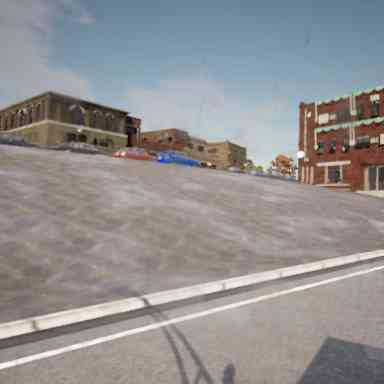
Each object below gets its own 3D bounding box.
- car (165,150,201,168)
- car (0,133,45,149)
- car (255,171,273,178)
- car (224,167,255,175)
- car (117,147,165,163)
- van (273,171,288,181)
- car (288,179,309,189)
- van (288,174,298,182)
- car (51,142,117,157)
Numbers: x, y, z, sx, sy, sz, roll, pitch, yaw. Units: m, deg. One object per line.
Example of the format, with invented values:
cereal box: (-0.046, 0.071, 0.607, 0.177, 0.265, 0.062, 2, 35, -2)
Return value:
car: (-1.428, -3.248, 36.015, 2.435, 2.045, 5.566, 1, -2, 44)
car: (-13.198, -3.457, 24.214, 4.674, 1.452, 2.002, 2, -1, -43)
car: (9.493, -2.269, 48.465, 2.002, 1.452, 4.674, 1, -2, 40)
car: (5.921, -2.520, 44.234, 2.002, 1.452, 4.674, 1, -2, 41)
car: (-5.313, -3.311, 31.966, 2.185, 1.767, 4.553, 0, -1, 45)
van: (13.092, -2.256, 52.856, 1.878, 1.987, 4.442, 1, -2, 39)
car: (19.745, -1.404, 61.577, 2.163, 1.488, 4.792, 1, -3, 37)
van: (16.487, -1.962, 57.223, 1.878, 1.987, 4.442, 1, -3, 38)
car: (-9.289, -3.352, 27.969, 4.892, 1.521, 2.231, 2, -1, -44)
